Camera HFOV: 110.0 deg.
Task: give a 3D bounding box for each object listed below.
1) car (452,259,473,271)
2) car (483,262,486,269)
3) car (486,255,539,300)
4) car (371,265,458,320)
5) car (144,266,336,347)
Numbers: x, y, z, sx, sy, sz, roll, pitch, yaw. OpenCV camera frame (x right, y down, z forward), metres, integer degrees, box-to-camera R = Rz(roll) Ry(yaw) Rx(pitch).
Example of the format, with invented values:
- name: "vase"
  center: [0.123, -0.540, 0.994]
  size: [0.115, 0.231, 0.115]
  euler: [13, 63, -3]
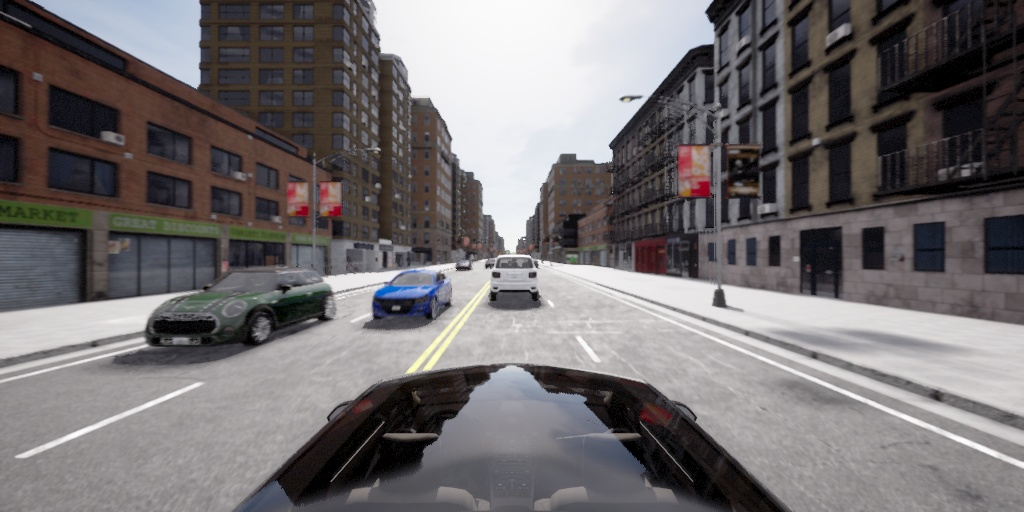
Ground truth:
- name: "car"
  center: [-6.567, 1.284, 49.823]
  size: [2.033, 1.411, 5.357]
  euler: [0, 0, 0]
- name: "car"
  center: [-3.293, 1.238, 55.718]
  size: [1.837, 1.490, 4.892]
  euler: [0, 0, 0]
- name: "car"
  center: [0.104, 0.969, 17.886]
  size: [2.150, 2.045, 5.566]
  euler: [0, 0, 0]
- name: "car"
  center: [-3.348, 1.226, 12.856]
  size: [1.882, 1.535, 5.008]
  euler: [0, 0, 0]
- name: "car"
  center: [-6.597, 1.100, 9.384]
  size: [2.097, 1.767, 4.553]
  euler: [0, 0, 0]
